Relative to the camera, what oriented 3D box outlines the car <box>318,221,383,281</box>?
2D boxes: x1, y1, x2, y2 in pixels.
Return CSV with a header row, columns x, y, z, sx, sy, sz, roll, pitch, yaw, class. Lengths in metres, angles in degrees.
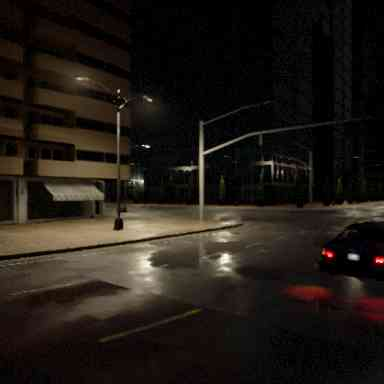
x,y,z,sx,sy,sz,roll,pitch,yaw,class
5.408,1.570,9.641,2.033,1.411,5.357,0,0,41,car
